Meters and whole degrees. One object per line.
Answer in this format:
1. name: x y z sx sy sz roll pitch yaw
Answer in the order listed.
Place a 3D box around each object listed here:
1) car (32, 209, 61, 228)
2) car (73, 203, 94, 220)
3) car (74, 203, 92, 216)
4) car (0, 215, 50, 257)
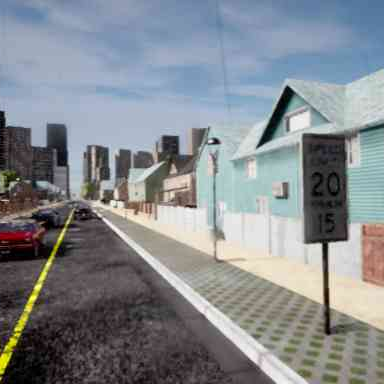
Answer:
1. car: -11.208 2.019 25.510 1.994 1.385 4.181 -1 -1 -18
2. car: -11.209 2.053 34.476 2.128 1.511 4.902 -1 -1 -18
3. car: -14.577 2.216 44.301 2.128 1.511 4.902 -1 -1 -19
4. car: -7.293 1.866 13.883 1.895 1.301 4.718 -1 -1 -19
